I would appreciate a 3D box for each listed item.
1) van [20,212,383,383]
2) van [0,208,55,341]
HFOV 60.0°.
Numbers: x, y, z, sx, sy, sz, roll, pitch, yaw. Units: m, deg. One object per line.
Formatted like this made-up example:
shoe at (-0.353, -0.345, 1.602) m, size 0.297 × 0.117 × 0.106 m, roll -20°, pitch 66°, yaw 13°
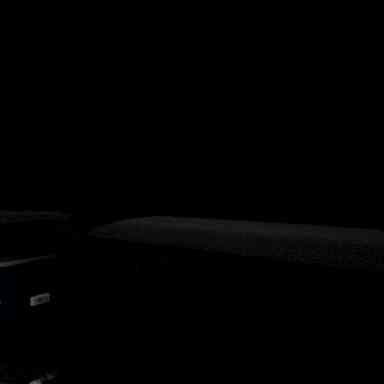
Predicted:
van at (0.626, 1.252, 2.837) m, size 4.442 × 1.987 × 1.878 m, roll 0°, pitch 0°, yaw 36°
van at (-3.942, 1.267, 5.969) m, size 4.442 × 1.987 × 1.878 m, roll 0°, pitch 0°, yaw 35°
